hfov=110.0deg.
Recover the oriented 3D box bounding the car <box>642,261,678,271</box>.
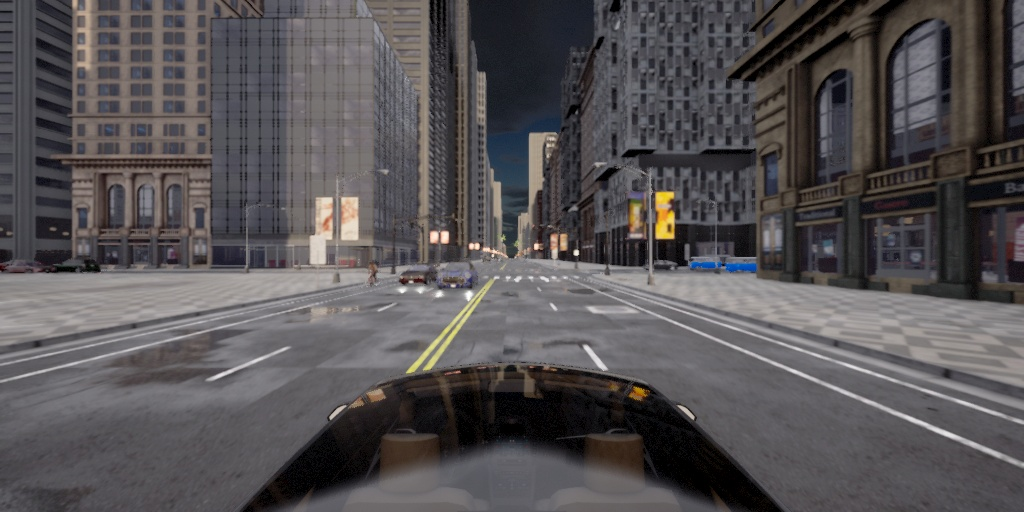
[{"bbox_3d":[19.137,1.246,46.360,4.403,1.370,2.007,0,0,0],"label":"car"}]

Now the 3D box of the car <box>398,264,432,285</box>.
[{"bbox_3d":[-6.535,1.289,25.947,2.033,1.411,5.357,0,0,1],"label":"car"}]

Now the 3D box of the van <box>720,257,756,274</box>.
[{"bbox_3d":[24.719,1.017,37.810,3.998,1.789,1.690,0,0,0],"label":"van"}]

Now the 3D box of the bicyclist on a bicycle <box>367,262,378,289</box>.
[{"bbox_3d":[-8.690,1.196,22.404,0.582,1.620,1.656,0,0,1],"label":"bicyclist on a bicycle"}]

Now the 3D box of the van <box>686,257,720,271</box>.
[{"bbox_3d":[24.755,1.024,46.335,3.998,1.789,1.690,0,0,0],"label":"van"}]

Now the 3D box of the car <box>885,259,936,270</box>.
[{"bbox_3d":[41.575,1.083,37.734,4.097,1.591,1.967,0,0,0],"label":"car"}]

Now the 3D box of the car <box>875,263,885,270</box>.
[{"bbox_3d":[35.956,1.236,37.759,4.207,1.307,1.802,0,0,0],"label":"car"}]

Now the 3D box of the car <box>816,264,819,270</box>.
[{"bbox_3d":[41.610,1.201,46.259,4.403,1.370,2.007,0,0,0],"label":"car"}]

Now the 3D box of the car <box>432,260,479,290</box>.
[{"bbox_3d":[-3.312,1.093,22.563,2.097,1.767,4.553,0,0,0],"label":"car"}]
